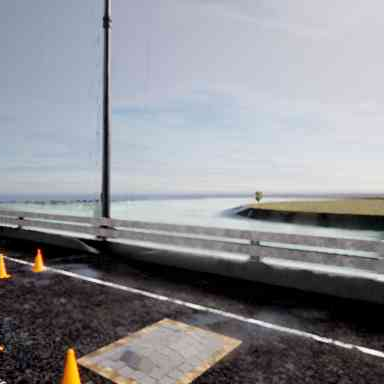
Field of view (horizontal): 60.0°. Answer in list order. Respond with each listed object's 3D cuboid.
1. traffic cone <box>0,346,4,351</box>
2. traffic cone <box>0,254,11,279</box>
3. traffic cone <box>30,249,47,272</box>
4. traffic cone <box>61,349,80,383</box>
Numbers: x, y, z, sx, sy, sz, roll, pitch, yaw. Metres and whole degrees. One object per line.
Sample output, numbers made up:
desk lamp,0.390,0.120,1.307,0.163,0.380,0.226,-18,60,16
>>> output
traffic cone,-2.886,1.930,4.656,0.340,0.580,0.340,0,0,36
traffic cone,-4.941,1.909,8.628,0.340,0.580,0.340,0,0,36
traffic cone,-4.352,1.913,9.435,0.340,0.580,0.340,0,0,36
traffic cone,-1.271,1.944,3.478,0.340,0.580,0.340,0,0,36
